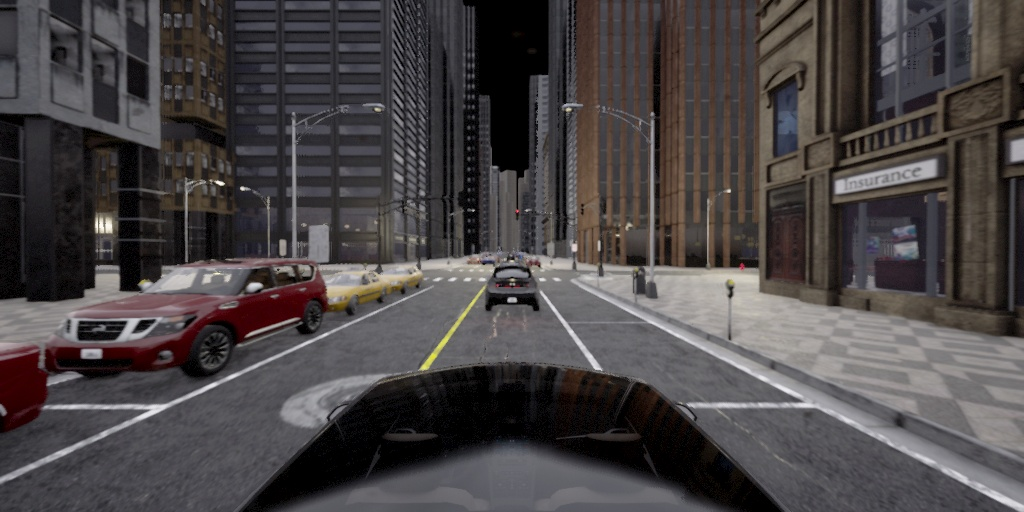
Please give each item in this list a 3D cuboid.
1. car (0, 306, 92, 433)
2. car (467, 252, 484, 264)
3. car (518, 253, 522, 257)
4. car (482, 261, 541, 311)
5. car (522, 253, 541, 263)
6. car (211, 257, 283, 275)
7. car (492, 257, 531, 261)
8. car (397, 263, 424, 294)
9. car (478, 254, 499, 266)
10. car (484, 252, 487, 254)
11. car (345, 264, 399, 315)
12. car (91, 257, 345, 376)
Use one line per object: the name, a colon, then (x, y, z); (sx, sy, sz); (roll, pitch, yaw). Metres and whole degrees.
car: (-5.762, 1.295, 1.842); (1.888, 1.381, 4.507); (0, 0, 0)
car: (-5.938, 0.499, 56.636); (1.967, 1.591, 4.097); (0, 0, 0)
car: (2.569, 0.537, 62.290); (2.007, 1.370, 4.403); (0, 0, 0)
car: (0.018, 1.104, 13.563); (1.837, 1.490, 4.892); (0, 1, 0)
car: (2.623, 0.636, 45.465); (1.967, 1.591, 4.097); (0, 0, 0)
car: (-22.253, 0.849, 30.229); (4.674, 1.442, 1.812); (0, 1, -1)
car: (-0.070, 1.015, 23.892); (2.033, 1.411, 5.357); (0, 1, 0)
car: (-5.815, 1.061, 18.475); (1.751, 1.417, 4.829); (0, 0, 0)
car: (-3.232, 0.738, 50.258); (1.895, 1.301, 4.718); (0, 1, 0)
car: (-5.956, 0.429, 62.244); (1.967, 1.591, 4.097); (0, 0, 0)
car: (-5.797, 1.132, 12.874); (1.751, 1.417, 4.829); (0, 0, 0)
car: (-5.780, 0.993, 7.443); (2.192, 1.841, 5.009); (0, 0, 0)
